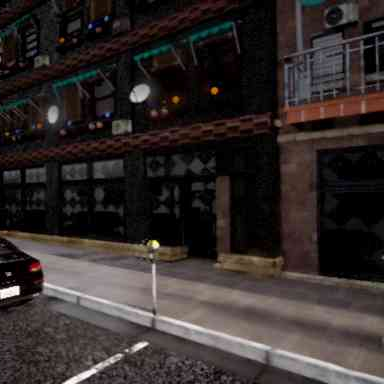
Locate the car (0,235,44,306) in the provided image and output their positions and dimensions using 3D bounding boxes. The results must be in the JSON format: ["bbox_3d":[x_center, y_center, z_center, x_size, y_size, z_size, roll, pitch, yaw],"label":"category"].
[{"bbox_3d":[-4.950,1.533,6.968,4.674,1.442,1.812,0,0,35],"label":"car"}]
